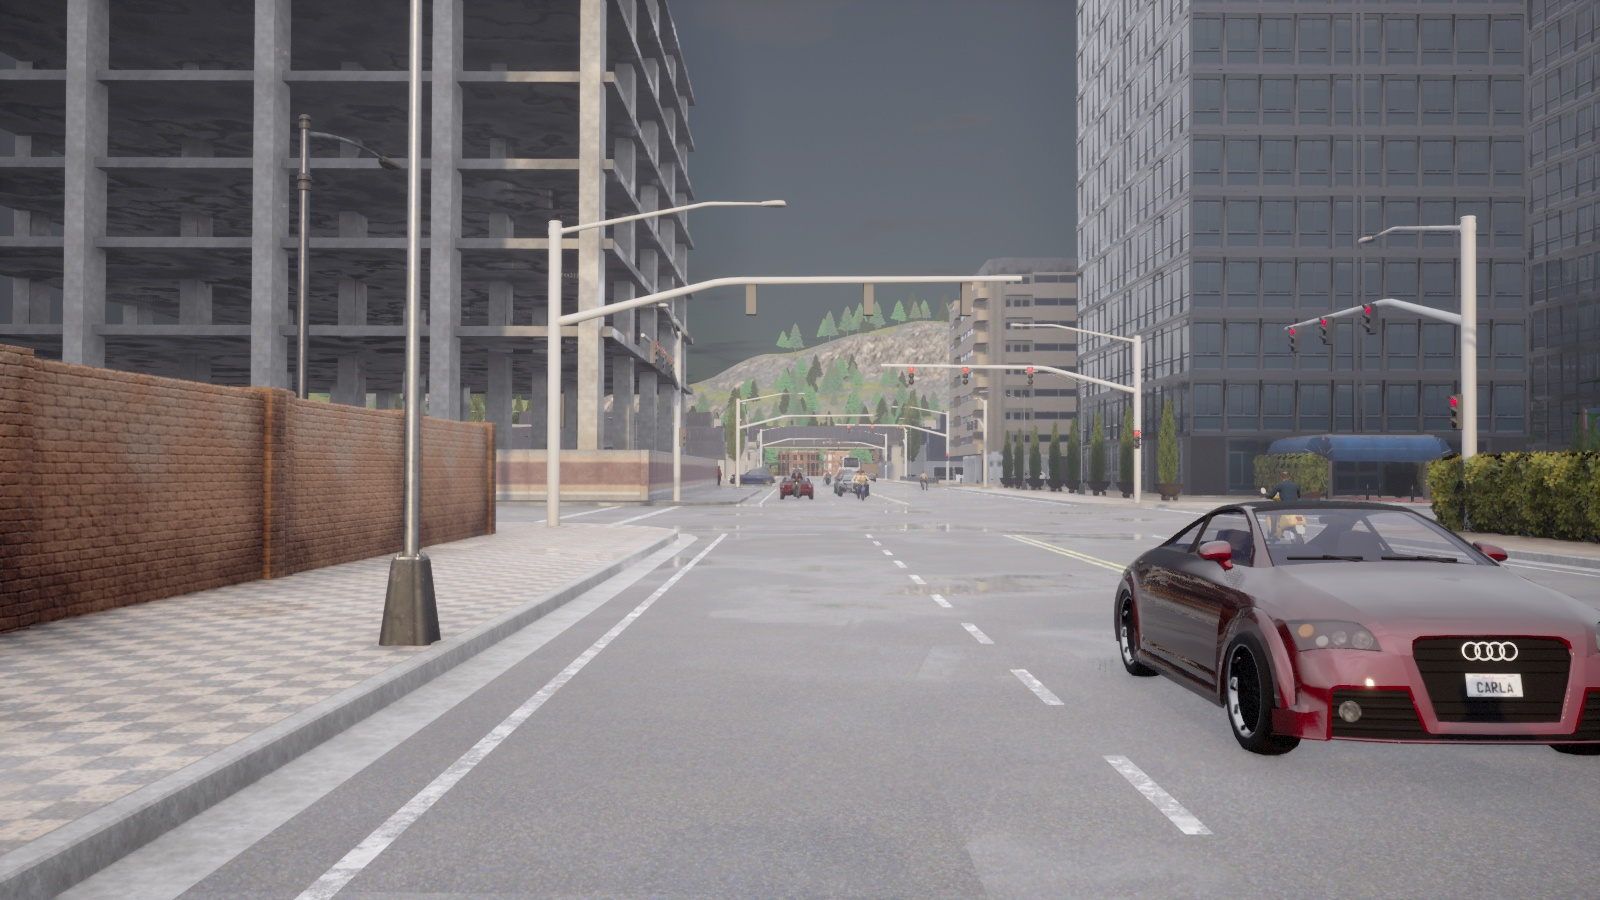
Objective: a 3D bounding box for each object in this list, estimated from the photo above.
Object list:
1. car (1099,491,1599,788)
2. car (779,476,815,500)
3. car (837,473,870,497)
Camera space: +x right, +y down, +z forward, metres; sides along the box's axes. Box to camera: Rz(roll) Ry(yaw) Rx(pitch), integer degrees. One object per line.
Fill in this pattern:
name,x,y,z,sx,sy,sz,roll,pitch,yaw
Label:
car,3.480,1.004,8.286,1.994,1.385,4.181,0,-1,0
car,-0.164,2.084,69.725,1.895,1.301,4.718,0,-1,0
car,3.315,2.143,78.577,1.812,1.442,4.674,0,-1,0
